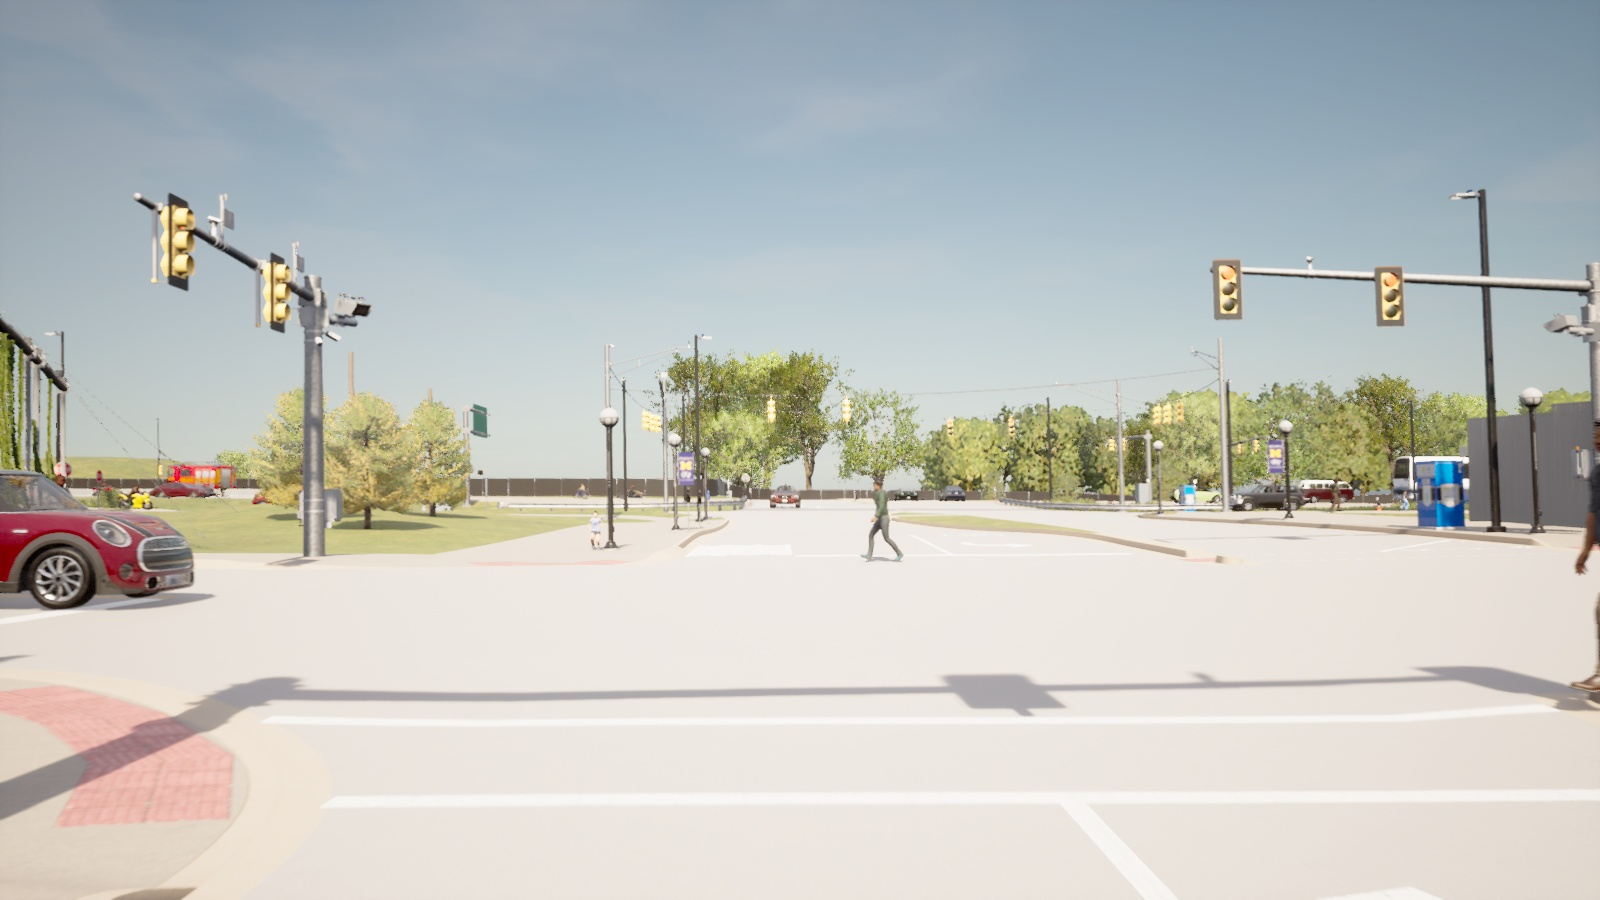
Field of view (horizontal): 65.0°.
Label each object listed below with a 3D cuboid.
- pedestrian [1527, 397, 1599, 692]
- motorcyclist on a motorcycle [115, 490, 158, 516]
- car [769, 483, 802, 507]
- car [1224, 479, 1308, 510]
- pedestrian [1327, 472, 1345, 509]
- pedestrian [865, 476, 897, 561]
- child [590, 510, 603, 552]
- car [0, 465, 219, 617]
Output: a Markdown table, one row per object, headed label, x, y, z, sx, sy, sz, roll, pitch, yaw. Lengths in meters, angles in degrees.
| label | x | y | z | sx | sy | sz | roll | pitch | yaw |
| --- | --- | --- | --- | --- | --- | --- | --- | --- | --- |
| pedestrian | 5.279 | 0.596 | 8.171 | 0.694 | 1.848 | 0.540 | -2 | -2 | 2 |
| motorcyclist on a motorcycle | -38.131 | 3.051 | 72.169 | 2.044 | 1.523 | 0.797 | 0 | -2 | 1 |
| car | -1.019 | 3.244 | 90.766 | 2.152 | 1.651 | 5.027 | 0 | -2 | 1 |
| car | 29.755 | 2.848 | 80.299 | 4.605 | 1.855 | 1.932 | -1 | -2 | 0 |
| pedestrian | 28.615 | 2.180 | 67.039 | 0.692 | 1.930 | 0.395 | -2 | -2 | -2 |
| pedestrian | 1.775 | 1.507 | 27.666 | 0.614 | 1.847 | 0.353 | -2 | -2 | -2 |
| child | -5.370 | 2.136 | 33.165 | 0.255 | 1.110 | 0.394 | -2 | -2 | 1 |
| car | -10.029 | 1.097 | 15.677 | 4.553 | 1.767 | 2.097 | 0 | -2 | -2 |
